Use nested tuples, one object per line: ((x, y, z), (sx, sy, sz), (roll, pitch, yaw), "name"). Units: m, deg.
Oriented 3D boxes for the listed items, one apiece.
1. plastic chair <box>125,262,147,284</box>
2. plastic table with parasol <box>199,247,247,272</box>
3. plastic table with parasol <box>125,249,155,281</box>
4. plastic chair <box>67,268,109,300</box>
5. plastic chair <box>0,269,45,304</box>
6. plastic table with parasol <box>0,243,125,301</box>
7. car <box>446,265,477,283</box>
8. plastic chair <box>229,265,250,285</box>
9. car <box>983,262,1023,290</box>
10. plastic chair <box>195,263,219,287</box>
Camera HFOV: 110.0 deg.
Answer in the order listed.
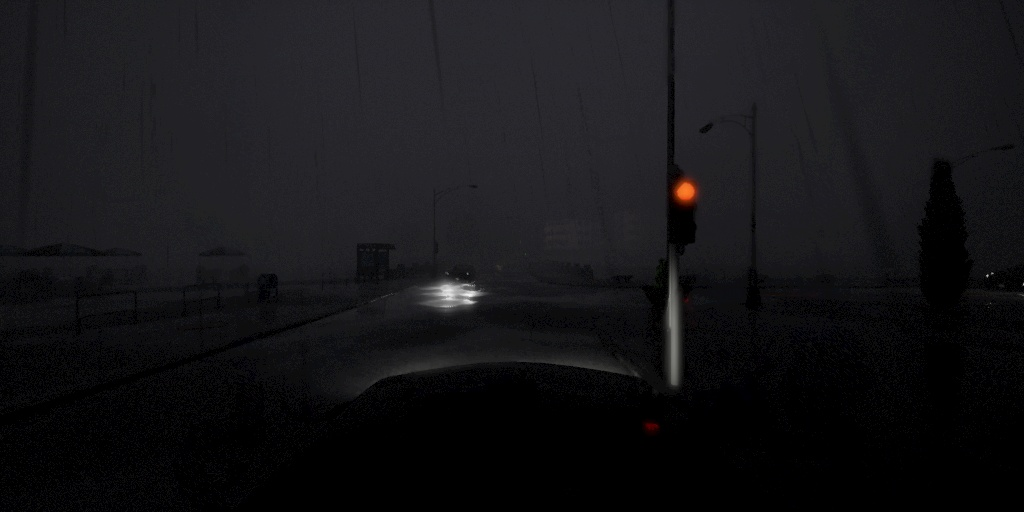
((-26.515, 1.268, 25.111), (0.730, 1.272, 0.750), (0, 0, 0), "plastic chair")
((-19.090, 0.665, 23.723), (2.482, 2.480, 2.482), (0, 0, 0), "plastic table with parasol")
((-27.715, 0.664, 25.165), (2.482, 2.480, 2.482), (0, 0, 0), "plastic table with parasol")
((-18.650, 1.273, 15.781), (0.730, 1.272, 0.750), (0, 0, 0), "plastic chair")
((-19.954, 1.273, 14.586), (0.750, 1.272, 0.730), (0, 0, 0), "plastic chair")
((-19.869, 0.669, 15.906), (2.482, 2.480, 2.482), (0, 0, 0), "plastic table with parasol")
((-3.905, 1.356, 28.047), (1.895, 1.301, 4.718), (0, 0, 0), "car")
((-17.821, 1.269, 23.578), (0.730, 1.272, 0.750), (0, 0, 0), "plastic chair")
((29.651, 1.092, 20.053), (4.553, 1.767, 2.097), (0, 0, 0), "car")
((-19.125, 1.269, 22.383), (0.750, 1.272, 0.730), (0, 0, 0), "plastic chair")
